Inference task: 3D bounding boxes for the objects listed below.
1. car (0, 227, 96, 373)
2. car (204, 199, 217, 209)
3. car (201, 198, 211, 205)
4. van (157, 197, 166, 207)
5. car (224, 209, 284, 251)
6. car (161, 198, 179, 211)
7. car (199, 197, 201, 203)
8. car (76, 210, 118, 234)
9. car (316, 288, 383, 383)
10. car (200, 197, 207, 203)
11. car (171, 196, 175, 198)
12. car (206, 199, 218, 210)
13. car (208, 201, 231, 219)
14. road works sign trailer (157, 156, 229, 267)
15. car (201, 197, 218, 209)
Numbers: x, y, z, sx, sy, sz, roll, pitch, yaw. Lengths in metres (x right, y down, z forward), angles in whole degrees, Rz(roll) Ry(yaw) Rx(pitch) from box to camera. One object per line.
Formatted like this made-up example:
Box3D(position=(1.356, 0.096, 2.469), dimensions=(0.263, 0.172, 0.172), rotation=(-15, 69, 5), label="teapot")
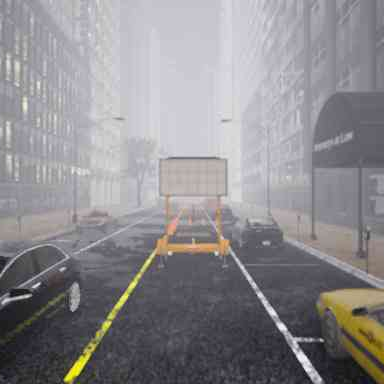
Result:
Box3D(position=(-3.081, 1.542, 4.794), dimensions=(1.837, 1.490, 4.892), rotation=(0, 0, 0), label="car")
Box3D(position=(2.921, 1.943, 54.312), dimensions=(1.887, 1.381, 4.507), rotation=(0, 0, 0), label="car")
Box3D(position=(2.996, 2.059, 71.406), dimensions=(1.887, 1.381, 4.507), rotation=(0, 0, 0), label="car")
Box3D(position=(-5.436, 1.778, 60.053), dimensions=(1.690, 1.788, 3.998), rotation=(0, 0, 0), label="van")
Box3D(position=(2.746, 1.661, 14.426), dimensions=(2.008, 1.369, 4.403), rotation=(0, 0, 0), label="car")
Box3D(position=(-2.885, 1.911, 46.948), dimensions=(1.994, 1.385, 4.181), rotation=(0, 0, 0), label="car")
Box3D(position=(2.945, 1.752, 60.012), dimensions=(2.192, 1.841, 5.009), rotation=(0, 0, 0), label="car")
Box3D(position=(-5.609, 1.734, 20.167), dimensions=(1.802, 1.307, 4.206), rotation=(0, 0, 0), label="car")
Box3D(position=(2.697, 1.551, 3.202), dimensions=(1.752, 1.417, 4.829), rotation=(0, 0, 0), label="car")
Box3D(position=(3.072, 2.150, 88.671), dimensions=(1.752, 1.417, 4.829), rotation=(0, 0, 0), label="car")
Box3D(position=(-5.384, 2.064, 71.445), dimensions=(2.008, 1.369, 4.403), rotation=(0, 0, 0), label="car")
Box3D(position=(2.846, 1.823, 37.218), dimensions=(1.887, 1.381, 4.507), rotation=(0, 0, 0), label="car")
Box3D(position=(2.821, 1.803, 31.520), dimensions=(1.947, 1.339, 4.313), rotation=(0, 0, 0), label="car")
Box3D(position=(0.048, 0.554, 11.733), dimensions=(2.380, 3.560, 2.880), rotation=(0, 0, 0), label="road works sign trailer")
Box3D(position=(2.895, 1.674, 48.616), dimensions=(2.192, 1.841, 5.009), rotation=(0, 0, 0), label="car")
